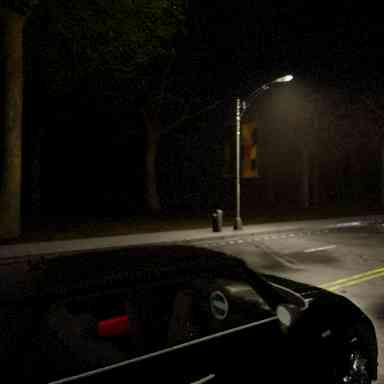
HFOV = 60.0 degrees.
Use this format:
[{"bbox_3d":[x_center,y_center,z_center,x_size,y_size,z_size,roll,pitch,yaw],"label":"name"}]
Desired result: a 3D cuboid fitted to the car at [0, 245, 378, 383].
[{"bbox_3d":[-0.092,1.352,3.374,4.553,1.767,2.097,0,0,-36],"label":"car"}]
